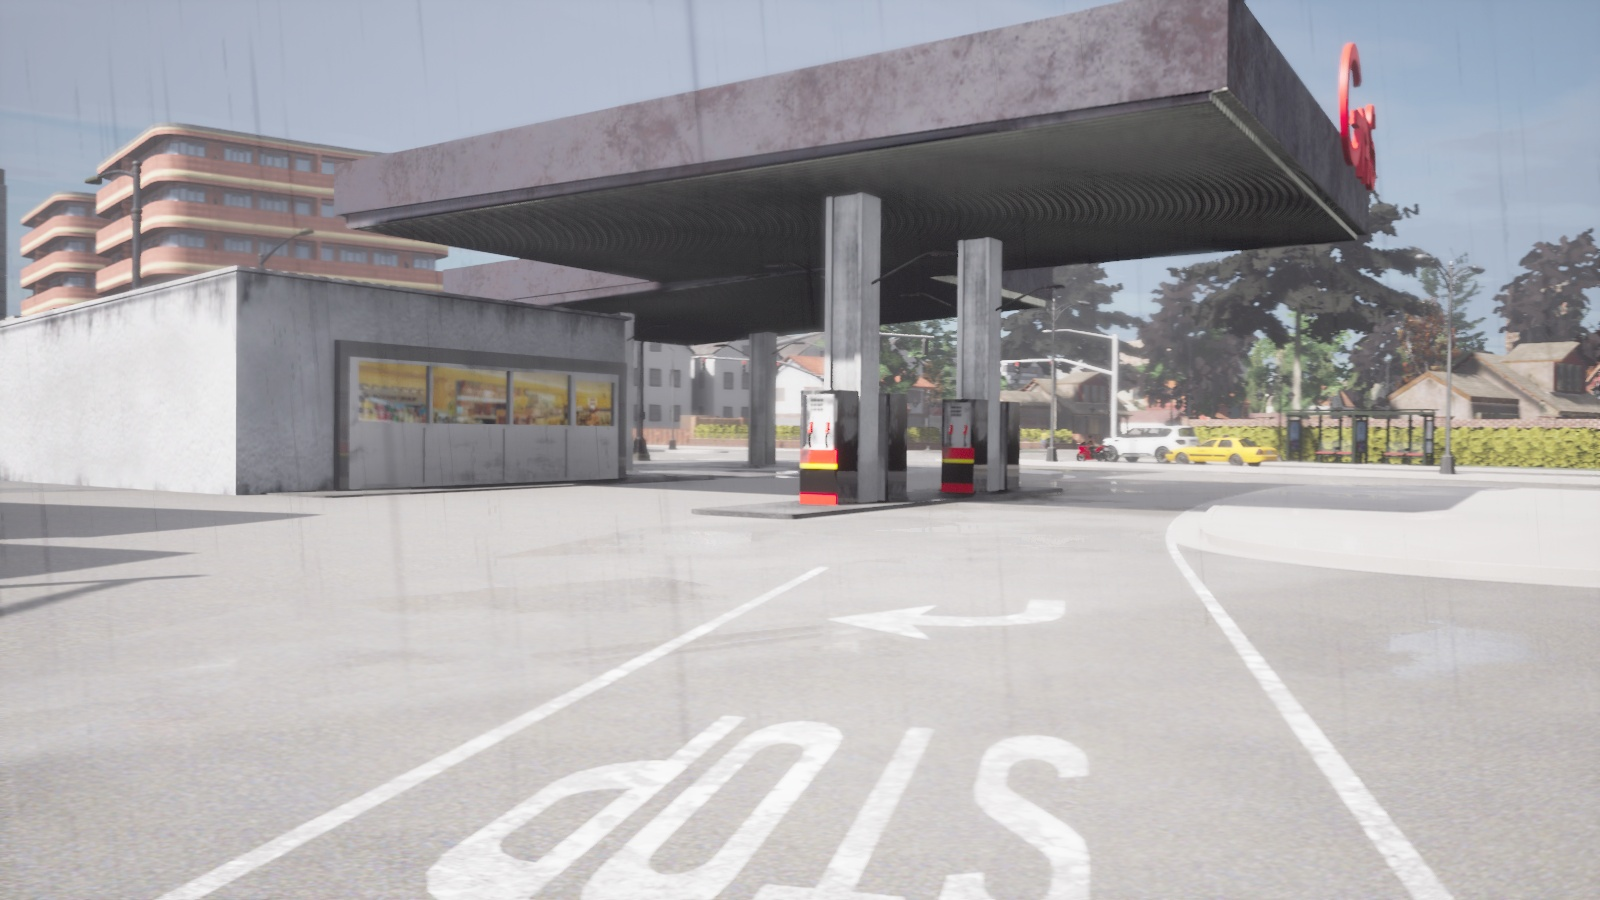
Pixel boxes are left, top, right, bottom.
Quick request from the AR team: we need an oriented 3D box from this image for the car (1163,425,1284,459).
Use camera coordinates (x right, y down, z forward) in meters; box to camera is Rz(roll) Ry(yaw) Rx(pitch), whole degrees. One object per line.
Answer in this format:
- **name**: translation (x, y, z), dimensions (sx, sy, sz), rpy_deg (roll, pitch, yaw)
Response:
- **car**: translation (20.398, -0.398, 60.627), dimensions (1.801, 1.575, 5.366), rpy_deg (-1, 1, -40)

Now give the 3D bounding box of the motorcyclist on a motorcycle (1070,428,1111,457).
- **motorcyclist on a motorcycle**: translation (15.390, -0.387, 66.526), dimensions (0.797, 1.523, 2.044), rpy_deg (-1, 1, -40)

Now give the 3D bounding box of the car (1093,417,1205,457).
- **car**: translation (18.826, -0.709, 67.878), dimensions (2.150, 2.045, 5.566), rpy_deg (-1, 1, -40)
